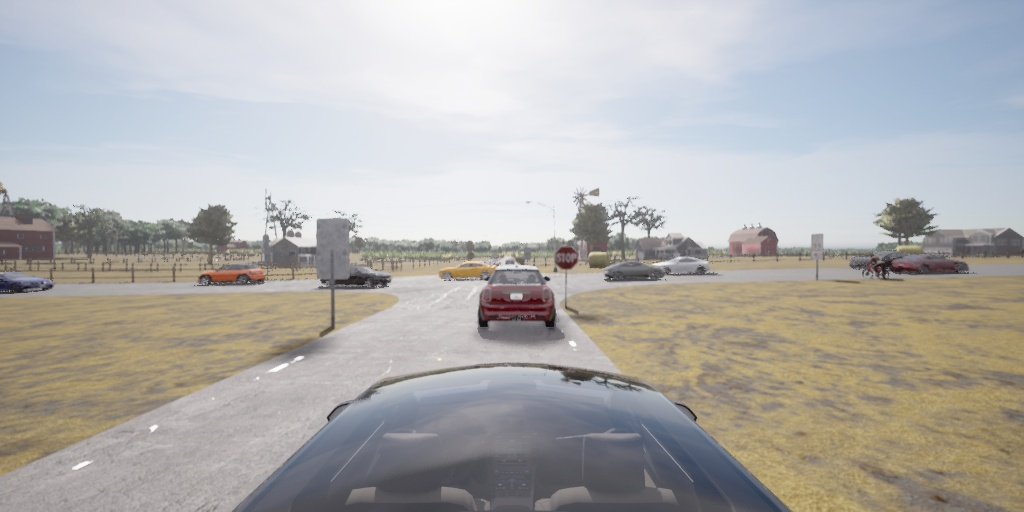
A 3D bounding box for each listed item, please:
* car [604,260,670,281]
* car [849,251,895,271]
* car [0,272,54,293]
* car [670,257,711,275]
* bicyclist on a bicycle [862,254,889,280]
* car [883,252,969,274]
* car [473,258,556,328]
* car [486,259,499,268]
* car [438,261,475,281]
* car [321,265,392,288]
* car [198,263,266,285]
[{"bbox_3d":[8.932,1.055,26.403,4.181,1.385,1.994,-1,1,0],"label":"car"},{"bbox_3d":[31.341,0.373,30.149,5.008,1.535,1.882,-2,1,0],"label":"car"},{"bbox_3d":[-36.730,1.934,26.287,4.674,1.442,1.812,-1,1,0],"label":"car"},{"bbox_3d":[14.140,0.816,30.141,4.674,1.442,1.812,-1,1,1],"label":"car"},{"bbox_3d":[22.824,0.700,22.537,0.582,1.620,1.656,-1,0,0],"label":"bicyclist on a bicycle"},{"bbox_3d":[30.721,0.557,26.451,4.181,1.385,1.994,-1,1,0],"label":"car"},{"bbox_3d":[0.169,1.077,11.486,2.097,1.767,4.553,0,0,1],"label":"car"},{"bbox_3d":[-3.149,1.216,58.971,1.994,1.385,4.181,0,0,0],"label":"car"},{"bbox_3d":[-3.645,1.206,30.093,5.008,1.535,1.882,-1,0,0],"label":"car"},{"bbox_3d":[-11.003,1.413,25.447,5.008,1.535,1.882,-1,1,13],"label":"car"},{"bbox_3d":[-23.433,1.437,30.036,4.553,1.767,2.097,-1,1,0],"label":"car"}]
